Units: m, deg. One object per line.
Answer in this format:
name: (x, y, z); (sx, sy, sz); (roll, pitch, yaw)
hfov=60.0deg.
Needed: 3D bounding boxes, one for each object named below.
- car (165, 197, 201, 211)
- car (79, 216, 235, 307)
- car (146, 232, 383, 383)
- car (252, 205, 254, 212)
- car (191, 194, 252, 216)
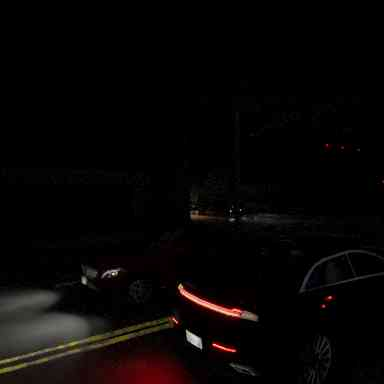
car: (-1.243, 1.492, 42.265); (2.128, 1.511, 4.902); (0, 0, -37)
car: (-0.297, 1.526, 8.106); (4.674, 1.442, 1.812); (0, 0, -36)
car: (1.998, 1.492, 5.255); (4.902, 1.511, 2.128); (0, 0, -35)
car: (4.295, 1.478, 34.845); (1.882, 1.535, 5.008); (0, 0, -37)
car: (2.578, 1.222, 31.302); (2.150, 2.045, 5.566); (0, 0, -36)
